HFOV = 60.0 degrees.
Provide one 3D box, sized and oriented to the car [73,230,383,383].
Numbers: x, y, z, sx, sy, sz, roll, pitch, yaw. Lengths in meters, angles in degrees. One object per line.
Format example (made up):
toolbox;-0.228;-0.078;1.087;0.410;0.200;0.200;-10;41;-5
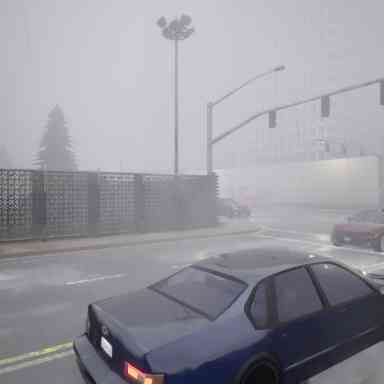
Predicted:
car;1.228;1.547;4.674;5.357;1.411;2.033;0;0;-35

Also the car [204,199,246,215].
car;3.355;1.470;34.713;1.812;1.442;4.674;0;0;-35

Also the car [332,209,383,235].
car;7.821;1.457;13.864;5.008;1.535;1.882;-1;0;-35

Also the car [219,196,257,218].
car;3.033;1.297;29.120;2.097;1.767;4.553;0;0;-35

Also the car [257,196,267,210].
car;7.196;1.296;41.759;2.097;1.767;4.553;0;0;-35
